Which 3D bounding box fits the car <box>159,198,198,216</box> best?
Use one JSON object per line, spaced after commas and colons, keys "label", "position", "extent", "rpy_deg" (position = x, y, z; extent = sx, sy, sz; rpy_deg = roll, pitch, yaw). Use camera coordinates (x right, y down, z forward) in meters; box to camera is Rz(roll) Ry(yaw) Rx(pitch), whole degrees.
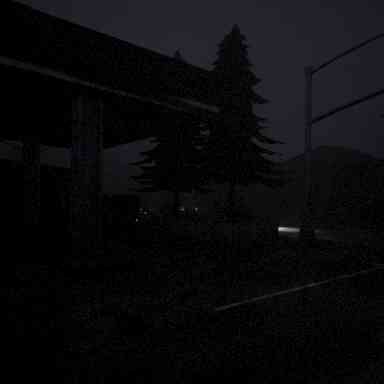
{"label": "car", "position": [-1.364, 1.540, 32.638], "extent": [2.097, 1.767, 4.553], "rpy_deg": [1, 0, -36]}

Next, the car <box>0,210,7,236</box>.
{"label": "car", "position": [-11.693, 1.519, 18.449], "extent": [2.242, 1.667, 4.611], "rpy_deg": [1, 0, -36]}

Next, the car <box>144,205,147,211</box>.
{"label": "car", "position": [-7.514, 1.664, 41.302], "extent": [2.033, 1.411, 5.357], "rpy_deg": [1, 0, -35]}

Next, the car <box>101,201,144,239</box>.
{"label": "car", "position": [-4.562, 1.445, 18.268], "extent": [1.905, 1.878, 3.866], "rpy_deg": [1, 0, -36]}

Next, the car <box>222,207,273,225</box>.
{"label": "car", "position": [4.056, 1.816, 25.000], "extent": [1.994, 1.385, 4.181], "rpy_deg": [1, 0, -35]}
